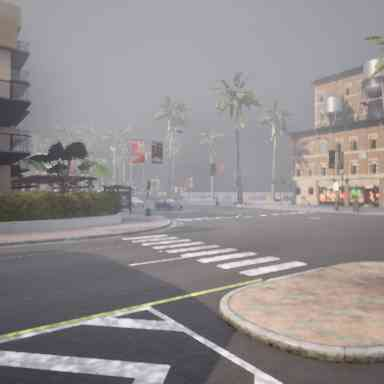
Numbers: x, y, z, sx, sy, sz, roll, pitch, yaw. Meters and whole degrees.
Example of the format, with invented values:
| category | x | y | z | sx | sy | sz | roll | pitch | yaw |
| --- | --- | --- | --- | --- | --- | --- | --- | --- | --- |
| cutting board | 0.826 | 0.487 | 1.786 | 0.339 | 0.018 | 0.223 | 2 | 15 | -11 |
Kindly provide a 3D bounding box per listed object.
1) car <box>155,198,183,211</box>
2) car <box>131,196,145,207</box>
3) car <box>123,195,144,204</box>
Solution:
| category | x | y | z | sx | sy | sz | roll | pitch | yaw |
| --- | --- | --- | --- | --- | --- | --- | --- | --- | --- |
| car | -3.007 | 1.513 | 41.544 | 1.812 | 1.442 | 4.674 | 0 | 0 | -35 |
| car | -8.815 | 1.513 | 49.846 | 1.812 | 1.442 | 4.674 | 0 | 0 | -35 |
| car | -11.677 | 1.475 | 66.205 | 2.128 | 1.511 | 4.902 | 0 | 0 | -37 |
